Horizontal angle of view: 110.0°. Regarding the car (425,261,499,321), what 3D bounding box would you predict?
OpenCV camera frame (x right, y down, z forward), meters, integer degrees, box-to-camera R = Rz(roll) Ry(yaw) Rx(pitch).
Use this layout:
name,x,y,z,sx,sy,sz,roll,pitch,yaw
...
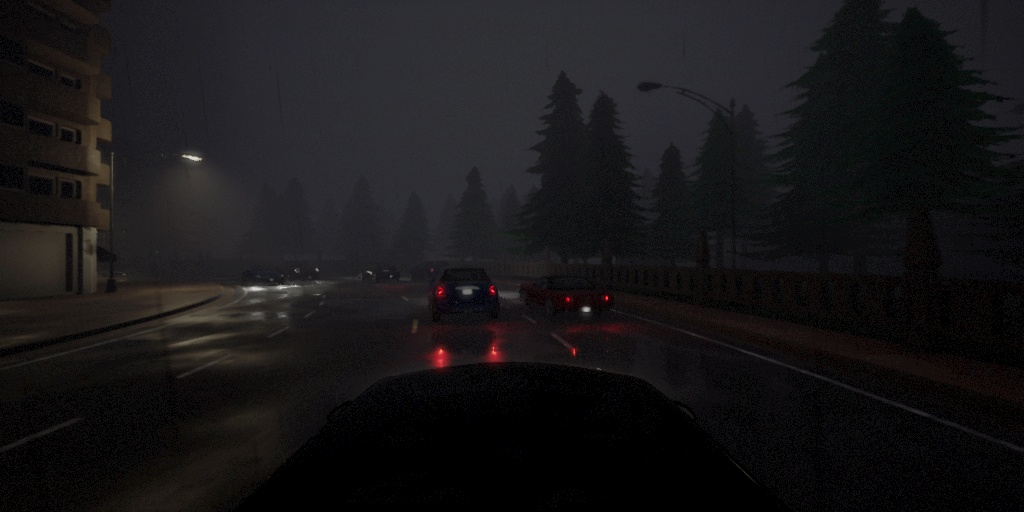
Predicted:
name,x,y,z,sx,sy,sz,roll,pitch,yaw
car,-1.895,1.119,12.885,2.097,1.767,4.553,0,0,-15

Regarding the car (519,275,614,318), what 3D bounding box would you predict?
name,x,y,z,sx,sy,sz,roll,pitch,yaw
car,1.724,1.361,13.216,1.895,1.301,4.718,0,0,-15

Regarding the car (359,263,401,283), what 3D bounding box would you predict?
name,x,y,z,sx,sy,sz,roll,pitch,yaw
car,-10.516,1.297,28.333,2.128,1.511,4.902,0,0,-41

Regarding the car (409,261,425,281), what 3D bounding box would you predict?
name,x,y,z,sx,sy,sz,roll,pitch,yaw
car,-6.662,1.150,29.100,2.097,1.767,4.553,0,0,-38

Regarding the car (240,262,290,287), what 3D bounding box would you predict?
name,x,y,z,sx,sy,sz,roll,pitch,yaw
car,-17.974,1.344,25.784,4.674,1.442,1.812,0,0,42

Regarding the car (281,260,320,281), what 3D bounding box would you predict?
name,x,y,z,sx,sy,sz,roll,pitch,yaw
car,-18.310,1.177,30.530,4.553,1.767,2.097,0,0,35
